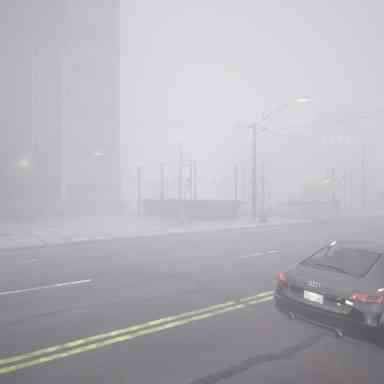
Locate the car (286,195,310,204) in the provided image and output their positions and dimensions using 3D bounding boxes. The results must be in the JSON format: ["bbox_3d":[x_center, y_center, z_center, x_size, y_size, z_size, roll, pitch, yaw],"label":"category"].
[{"bbox_3d":[20.261,1.419,63.769,4.674,1.452,2.002,0,0,-36],"label":"car"}]

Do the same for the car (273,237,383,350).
[{"bbox_3d":[3.480,1.564,6.227,4.181,1.385,1.994,0,0,-35],"label":"car"}]

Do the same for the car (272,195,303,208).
[{"bbox_3d":[13.347,1.253,44.710,4.553,1.767,2.185,0,0,-36],"label":"car"}]

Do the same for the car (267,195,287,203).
[{"bbox_3d":[17.356,1.451,67.771,3.806,1.475,1.970,0,0,-36],"label":"car"}]
